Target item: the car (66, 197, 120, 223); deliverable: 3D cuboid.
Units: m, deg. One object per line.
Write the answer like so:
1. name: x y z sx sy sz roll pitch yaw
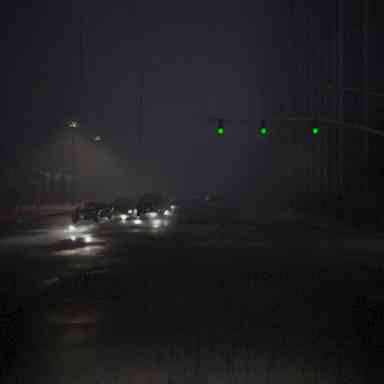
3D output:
1. car: -7.247 1.378 24.627 2.128 1.511 4.902 0 0 3

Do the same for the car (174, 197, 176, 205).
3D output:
1. car: -3.509 1.239 50.593 1.882 1.535 5.008 0 0 1

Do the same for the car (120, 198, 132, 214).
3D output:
1. car: -7.124 1.320 33.929 1.882 1.535 5.008 0 0 0

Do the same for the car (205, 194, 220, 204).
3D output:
1. car: 3.696 1.222 56.393 2.128 1.511 4.902 0 0 0

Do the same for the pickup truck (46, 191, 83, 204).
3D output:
1. pickup truck: -20.049 0.822 51.974 2.390 2.098 6.274 0 0 31

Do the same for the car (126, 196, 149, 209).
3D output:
1. car: -7.068 1.289 43.477 2.128 1.511 4.902 0 0 0

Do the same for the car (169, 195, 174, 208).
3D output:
1. car: -3.584 1.412 40.154 1.895 1.301 4.718 0 0 0

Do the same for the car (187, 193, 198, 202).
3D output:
1. car: 0.155 1.034 67.076 2.097 1.767 4.553 0 0 0

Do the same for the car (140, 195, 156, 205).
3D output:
1. car: -6.978 1.228 53.429 1.882 1.535 5.008 0 0 1

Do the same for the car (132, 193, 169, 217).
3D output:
1. car: -3.642 1.080 30.205 2.150 2.045 5.566 0 0 0

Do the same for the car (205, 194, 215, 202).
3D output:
1. car: 3.652 1.207 66.779 1.812 1.442 4.674 0 0 0

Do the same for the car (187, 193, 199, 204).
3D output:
1. car: 0.200 1.331 56.929 1.895 1.301 4.718 0 0 0
